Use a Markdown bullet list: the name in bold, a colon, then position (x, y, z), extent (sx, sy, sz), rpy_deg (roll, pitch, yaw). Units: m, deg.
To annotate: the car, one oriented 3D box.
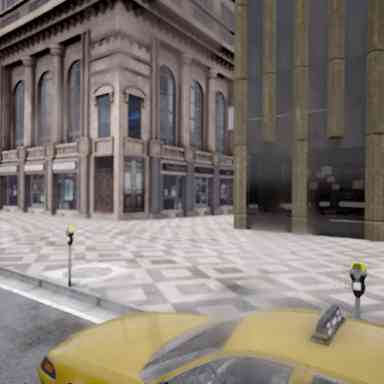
- **car**: position (0.722, 1.515, 2.459), extent (4.829, 1.417, 1.752), rpy_deg (1, 0, 36)
